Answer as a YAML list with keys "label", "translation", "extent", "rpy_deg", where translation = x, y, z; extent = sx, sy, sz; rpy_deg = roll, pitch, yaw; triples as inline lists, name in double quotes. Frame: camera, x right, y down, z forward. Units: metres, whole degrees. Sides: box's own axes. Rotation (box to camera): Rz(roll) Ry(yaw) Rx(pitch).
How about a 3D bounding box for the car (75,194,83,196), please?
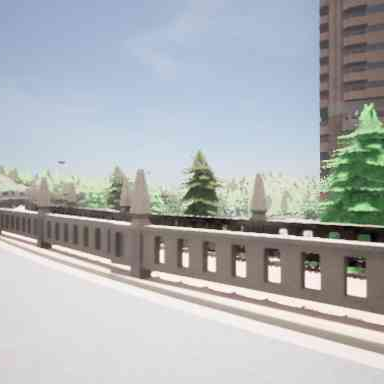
- label: "car"
  translation: [-30.401, 1.475, 90.783]
  extent: [2.150, 2.045, 5.566]
  rpy_deg: [0, 0, 15]
